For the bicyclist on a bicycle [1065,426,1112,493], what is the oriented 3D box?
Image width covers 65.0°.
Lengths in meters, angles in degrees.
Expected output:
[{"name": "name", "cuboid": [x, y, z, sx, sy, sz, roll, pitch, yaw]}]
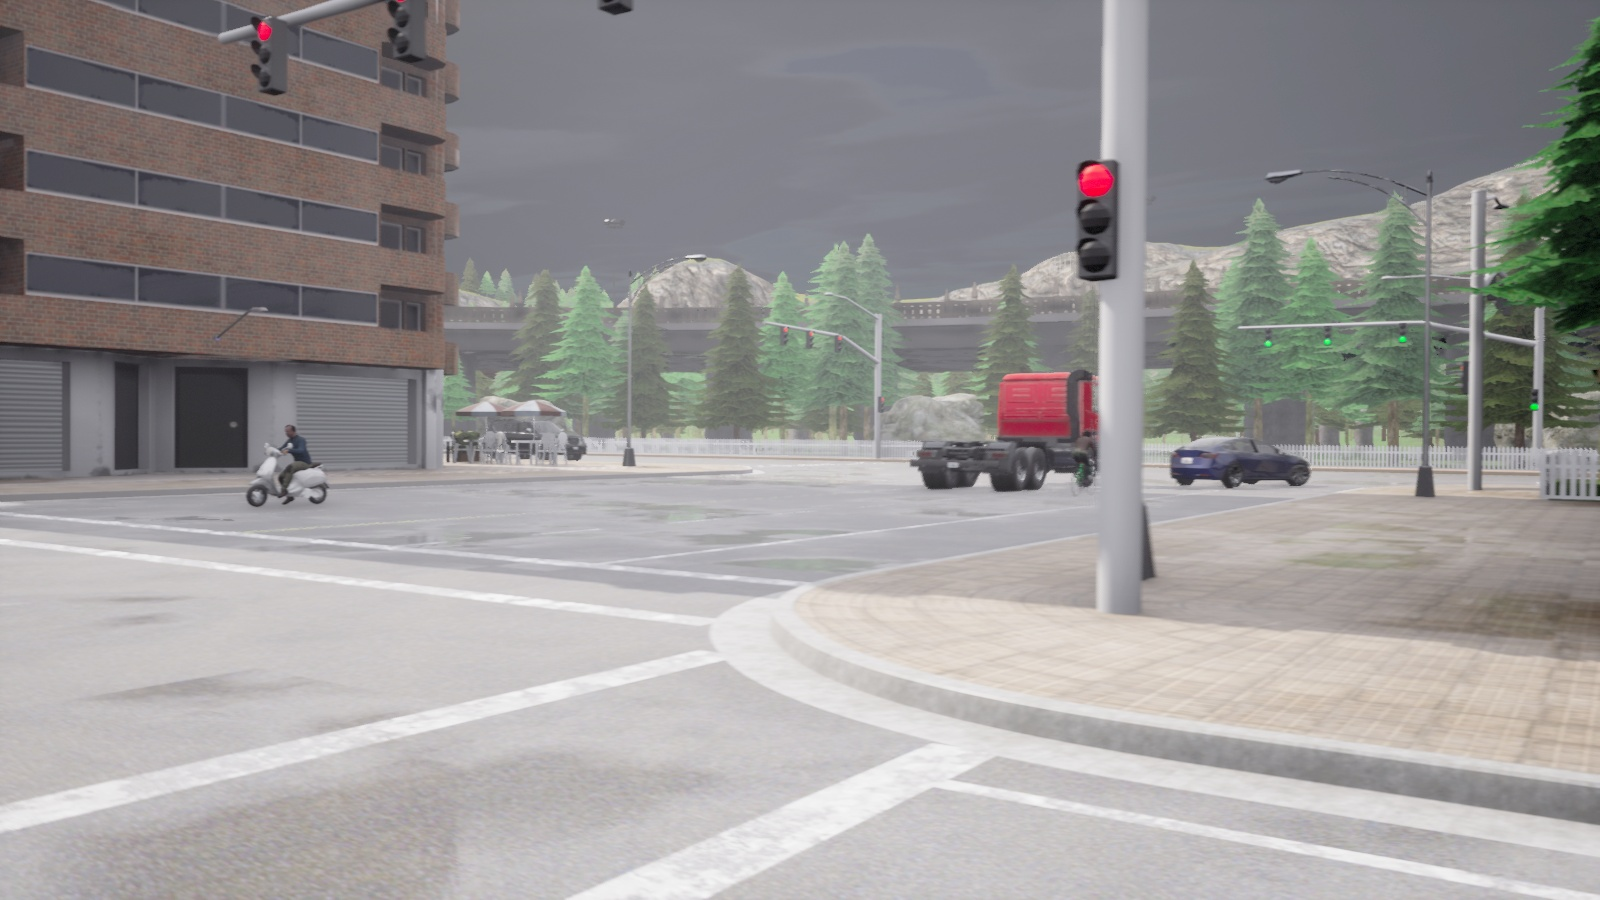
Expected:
[{"name": "bicyclist on a bicycle", "cuboid": [7.145, 0.214, 31.047, 0.582, 1.620, 1.656, 0, 1, 34]}]

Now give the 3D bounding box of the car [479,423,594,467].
[{"name": "car", "cuboid": [-12.740, -0.244, 60.599, 5.566, 2.045, 2.150, 0, 1, 34]}]

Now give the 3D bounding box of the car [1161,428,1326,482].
[{"name": "car", "cuboid": [13.370, 0.105, 37.783, 4.792, 1.488, 2.163, -1, 1, -32]}]

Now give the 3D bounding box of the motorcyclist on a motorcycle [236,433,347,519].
[{"name": "motorcyclist on a motorcycle", "cuboid": [-9.899, 0.476, 24.510, 0.866, 1.590, 1.817, 0, 1, 34]}]

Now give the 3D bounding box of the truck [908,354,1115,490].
[{"name": "truck", "cuboid": [6.290, -0.776, 36.086, 2.891, 3.462, 7.936, 0, 1, 33]}]
